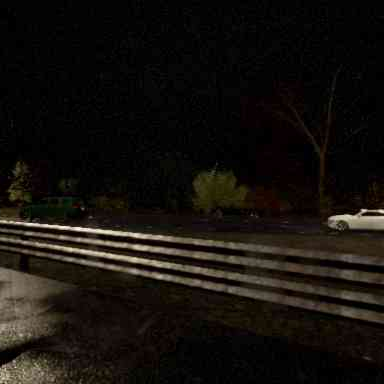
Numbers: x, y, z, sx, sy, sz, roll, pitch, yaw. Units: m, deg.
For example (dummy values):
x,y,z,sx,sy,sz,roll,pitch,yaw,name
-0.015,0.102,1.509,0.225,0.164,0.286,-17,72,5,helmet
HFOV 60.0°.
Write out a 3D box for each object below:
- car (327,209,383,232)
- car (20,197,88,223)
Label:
x,y,z,sx,sy,sz,roll,pitch,yaw,name
11.407,1.852,21.826,4.674,1.442,1.812,0,0,14,car
-11.458,1.448,27.667,5.566,2.045,2.150,0,0,14,car
